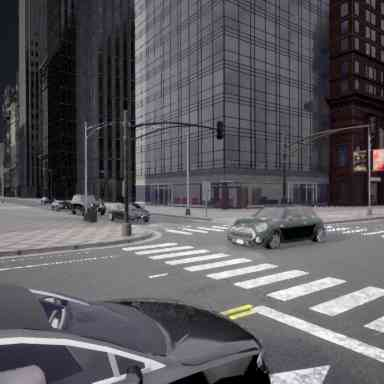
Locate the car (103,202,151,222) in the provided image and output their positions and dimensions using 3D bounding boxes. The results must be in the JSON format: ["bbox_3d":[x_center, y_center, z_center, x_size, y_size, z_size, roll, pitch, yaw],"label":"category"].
[{"bbox_3d":[-4.991,1.555,26.028,1.837,1.490,4.892,0,0,-35],"label":"car"}]

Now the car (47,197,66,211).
[{"bbox_3d":[-16.541,1.660,42.328,1.994,1.385,4.181,0,0,-36],"label":"car"}]

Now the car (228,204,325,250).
[{"bbox_3d":[3.699,1.352,14.386,4.553,1.767,2.097,0,0,-36],"label":"car"}]

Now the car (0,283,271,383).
[{"bbox_3d":[-1.493,1.491,2.373,4.902,1.511,2.128,0,0,-36],"label":"car"}]

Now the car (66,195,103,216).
[{"bbox_3d":[-10.740,1.294,34.130,2.150,2.045,5.566,0,0,-36],"label":"car"}]

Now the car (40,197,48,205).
[{"bbox_3d":[-27.626,1.652,63.473,1.837,1.490,4.892,0,0,-35],"label":"car"}]
